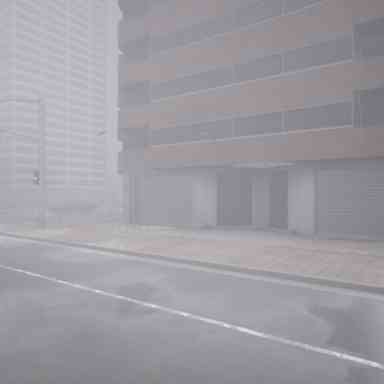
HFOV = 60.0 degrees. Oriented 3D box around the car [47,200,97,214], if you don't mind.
[{"bbox_3d":[-12.967,1.546,36.498,2.033,1.411,5.357,0,0,35],"label":"car"}]
